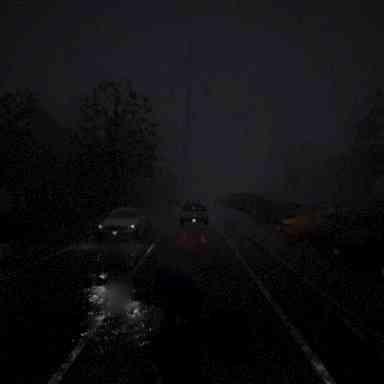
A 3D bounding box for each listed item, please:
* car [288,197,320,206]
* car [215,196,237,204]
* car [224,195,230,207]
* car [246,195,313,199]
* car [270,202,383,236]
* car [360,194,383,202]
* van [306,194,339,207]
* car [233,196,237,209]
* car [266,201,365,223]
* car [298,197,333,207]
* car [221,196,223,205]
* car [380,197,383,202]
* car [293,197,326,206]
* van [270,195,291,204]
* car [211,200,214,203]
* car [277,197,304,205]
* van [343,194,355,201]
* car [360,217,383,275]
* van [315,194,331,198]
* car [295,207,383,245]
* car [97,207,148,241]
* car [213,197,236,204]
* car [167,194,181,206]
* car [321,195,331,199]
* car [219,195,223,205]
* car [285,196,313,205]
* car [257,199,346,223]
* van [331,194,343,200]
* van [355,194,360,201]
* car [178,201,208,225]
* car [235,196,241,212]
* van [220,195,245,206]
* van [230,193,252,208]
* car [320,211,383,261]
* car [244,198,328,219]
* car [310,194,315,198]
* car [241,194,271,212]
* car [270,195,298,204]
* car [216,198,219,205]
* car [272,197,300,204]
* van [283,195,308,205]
[{"bbox_3d":[20.300,1.687,60.439,5.008,1.535,2.097,0,-1,0],"label":"car"},{"bbox_3d":[7.304,1.731,71.662,4.553,1.767,2.185,0,-1,0],"label":"car"},{"bbox_3d":[7.173,1.169,41.150,5.566,2.045,2.435,0,0,0],"label":"car"},{"bbox_3d":[7.054,1.314,27.269,4.553,1.767,2.185,0,0,0],"label":"car"},{"bbox_3d":[6.854,1.452,16.166,5.366,1.575,1.946,0,0,0],"label":"car"},{"bbox_3d":[20.160,1.178,32.759,5.566,2.045,2.435,0,0,0],"label":"car"},{"bbox_3d":[20.387,1.337,52.007,4.442,1.987,1.878,0,-1,0],"label":"van"},{"bbox_3d":[7.124,1.468,35.598,4.674,1.452,2.002,0,0,0],"label":"car"},{"bbox_3d":[7.057,1.452,18.941,4.892,1.521,2.231,0,0,0],"label":"car"},{"bbox_3d":[20.276,1.605,54.774,4.892,1.521,2.231,0,-1,0],"label":"car"},{"bbox_3d":[7.182,1.568,49.457,4.674,1.452,2.002,0,-1,0],"label":"car"},{"bbox_3d":[20.171,1.433,29.864,5.008,1.535,2.097,0,0,0],"label":"car"},{"bbox_3d":[20.288,1.644,57.544,5.008,1.535,2.097,0,-1,0],"label":"car"},{"bbox_3d":[20.493,1.730,77.054,4.442,1.987,1.878,0,-1,0],"label":"van"},{"bbox_3d":[7.233,1.562,68.893,5.566,2.045,2.435,0,-1,0],"label":"car"},{"bbox_3d":[20.334,1.808,68.624,4.892,1.521,2.231,0,-1,0],"label":"car"},{"bbox_3d":[20.328,1.196,38.174,4.442,1.987,1.878,0,0,0],"label":"van"},{"bbox_3d":[6.975,1.496,7.836,4.792,1.488,2.163,0,0,0],"label":"car"},{"bbox_3d":[20.130,1.256,46.469,4.442,1.987,1.878,0,-1,0],"label":"van"},{"bbox_3d":[6.998,1.488,13.389,4.792,1.488,2.163,0,0,0],"label":"car"},{"bbox_3d":[-3.329,1.479,16.642,1.812,1.442,4.674,0,0,0],"label":"car"},{"bbox_3d":[7.291,1.905,74.437,5.008,1.535,2.097,0,-1,0],"label":"car"},{"bbox_3d":[-3.150,1.399,58.676,2.150,2.045,5.566,0,-1,1],"label":"car"},{"bbox_3d":[20.240,1.441,43.695,5.008,1.535,2.097,0,-1,0],"label":"car"},{"bbox_3d":[7.161,1.598,52.235,4.792,1.488,2.163,0,-1,0],"label":"car"},{"bbox_3d":[20.285,1.600,63.086,4.553,1.767,2.185,0,-1,0],"label":"car"},{"bbox_3d":[7.056,1.448,21.717,4.892,1.521,2.231,0,0,0],"label":"car"},{"bbox_3d":[20.107,1.192,41.078,4.442,1.987,1.878,0,0,0],"label":"van"},{"bbox_3d":[20.317,1.199,35.529,4.442,1.987,1.878,0,0,0],"label":"van"},{"bbox_3d":[0.138,1.546,23.773,1.895,1.301,4.718,0,0,0],"label":"car"},{"bbox_3d":[7.104,1.432,32.822,5.008,1.535,2.097,0,0,0],"label":"car"},{"bbox_3d":[7.343,1.465,60.564,4.442,1.987,1.878,0,-1,0],"label":"van"},{"bbox_3d":[7.016,1.199,38.374,4.442,1.987,1.878,0,0,0],"label":"van"},{"bbox_3d":[6.986,1.492,10.612,4.792,1.488,2.163,0,0,0],"label":"car"},{"bbox_3d":[6.889,1.441,24.494,5.366,1.575,1.946,0,0,0],"label":"car"},{"bbox_3d":[20.074,1.519,49.234,5.366,1.575,1.946,0,-1,0],"label":"car"},{"bbox_3d":[7.066,1.310,30.045,4.553,1.767,2.185,0,0,0],"label":"car"},{"bbox_3d":[20.391,1.645,74.164,5.566,2.045,2.435,0,-1,0],"label":"car"},{"bbox_3d":[7.220,1.650,57.785,5.008,1.535,2.097,0,-1,0],"label":"car"},{"bbox_3d":[20.167,1.847,71.392,5.366,1.575,1.946,0,-1,0],"label":"car"},{"bbox_3d":[20.445,1.541,65.857,4.442,1.987,1.878,0,-1,0],"label":"van"}]
